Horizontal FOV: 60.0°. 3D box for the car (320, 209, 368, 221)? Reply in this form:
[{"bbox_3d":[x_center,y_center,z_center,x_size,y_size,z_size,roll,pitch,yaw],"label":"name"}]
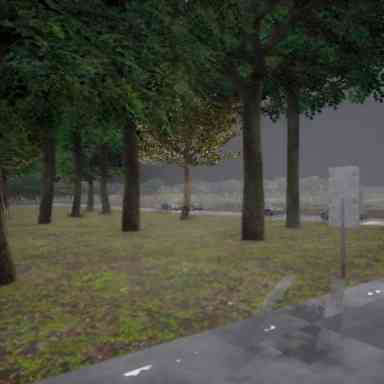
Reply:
[{"bbox_3d":[14.556,2.119,32.030,1.994,1.385,4.181,-1,-1,-35],"label":"car"}]

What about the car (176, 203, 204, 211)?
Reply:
[{"bbox_3d":[-0.075,2.598,57.739,2.033,1.411,5.357,-1,-1,-35],"label":"car"}]

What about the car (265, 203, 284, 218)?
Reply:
[{"bbox_3d":[8.840,2.093,40.114,2.097,1.767,4.553,-1,-1,-35],"label":"car"}]

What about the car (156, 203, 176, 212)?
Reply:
[{"bbox_3d":[-3.872,2.632,58.225,1.837,1.490,4.892,-1,-1,-35],"label":"car"}]

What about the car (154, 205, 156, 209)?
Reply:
[{"bbox_3d":[-5.632,2.816,65.513,1.895,1.301,4.718,-1,-1,-35],"label":"car"}]
